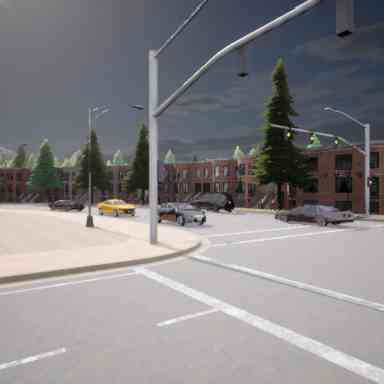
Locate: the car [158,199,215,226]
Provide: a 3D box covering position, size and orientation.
[{"bbox_3d":[-0.957,1.492,23.353,2.128,1.511,4.902,0,0,-36],"label":"car"}]

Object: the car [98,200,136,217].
[{"bbox_3d":[-7.183,1.478,31.510,1.882,1.535,5.008,0,0,-40],"label":"car"}]

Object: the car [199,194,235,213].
[{"bbox_3d":[2.269,1.221,36.928,2.150,2.045,5.566,0,0,-39],"label":"car"}]

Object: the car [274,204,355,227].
[{"bbox_3d":[8.280,1.547,22.940,2.033,1.411,5.357,0,0,-36],"label":"car"}]

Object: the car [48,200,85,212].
[{"bbox_3d":[-14.444,1.601,38.416,4.718,1.301,1.895,0,0,35],"label":"car"}]
